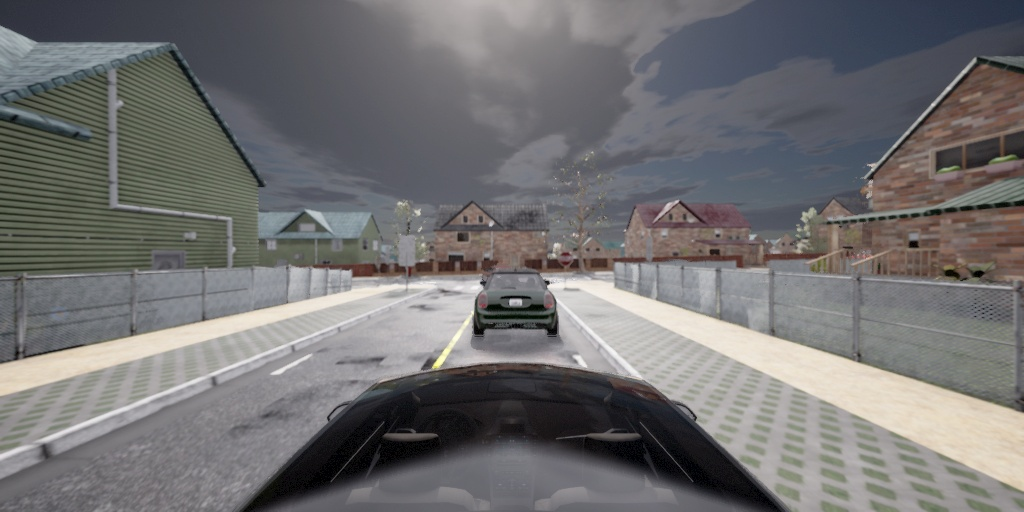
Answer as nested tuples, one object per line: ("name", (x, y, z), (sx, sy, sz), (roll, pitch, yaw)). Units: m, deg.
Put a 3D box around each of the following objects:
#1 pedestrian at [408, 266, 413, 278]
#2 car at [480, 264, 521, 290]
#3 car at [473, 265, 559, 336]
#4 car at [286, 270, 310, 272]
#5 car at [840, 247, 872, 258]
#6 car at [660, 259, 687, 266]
("pedestrian", (-9.647, 1.118, 33.676), (0.375, 1.860, 0.375), (0, 2, 0))
("car", (-0.888, 1.352, 24.249), (1.812, 1.442, 4.674), (0, 0, -14))
("car", (0.093, 1.129, 10.608), (2.097, 1.767, 4.553), (0, 0, 0))
("car", (-16.332, 1.727, 27.811), (4.674, 1.442, 1.812), (-1, 1, 0))
("car", (31.313, 0.265, 30.814), (5.566, 2.045, 2.150), (-1, 1, 0))
("car", (13.478, 0.989, 30.800), (4.674, 1.442, 1.812), (-1, 1, 0))
